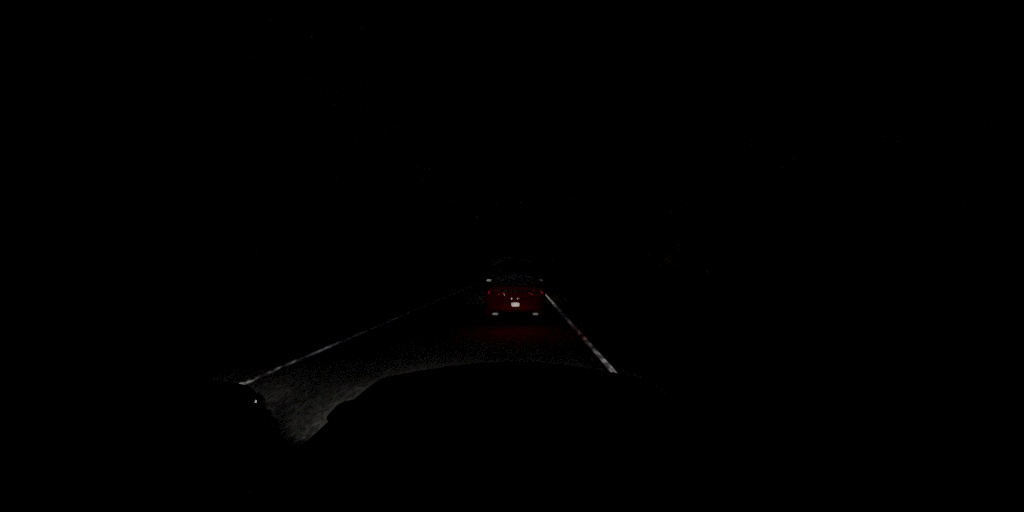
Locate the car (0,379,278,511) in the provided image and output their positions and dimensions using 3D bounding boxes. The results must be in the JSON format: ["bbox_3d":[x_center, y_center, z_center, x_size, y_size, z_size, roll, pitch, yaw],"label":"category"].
[{"bbox_3d":[-3.018,1.276,1.199,1.812,1.442,4.674,0,0,2],"label":"car"}]

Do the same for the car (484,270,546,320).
[{"bbox_3d":[0.099,1.230,12.678,1.882,1.535,5.008,0,0,0],"label":"car"}]
